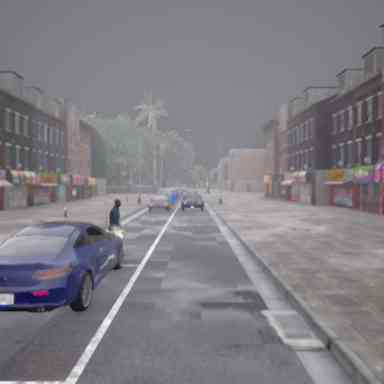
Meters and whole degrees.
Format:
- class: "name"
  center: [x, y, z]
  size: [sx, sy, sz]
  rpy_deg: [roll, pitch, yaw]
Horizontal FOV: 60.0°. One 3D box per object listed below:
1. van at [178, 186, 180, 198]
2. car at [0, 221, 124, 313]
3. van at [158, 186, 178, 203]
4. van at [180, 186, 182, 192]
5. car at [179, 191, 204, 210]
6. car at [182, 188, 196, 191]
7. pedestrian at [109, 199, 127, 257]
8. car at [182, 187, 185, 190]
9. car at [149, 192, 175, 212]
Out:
- class: "van"
  center: [-2.644, 0.401, 39.048]
  size: [1.690, 1.788, 3.998]
  rpy_deg: [0, 1, 0]
- class: "car"
  center: [-2.751, 1.344, 7.164]
  size: [1.812, 1.442, 4.674]
  rpy_deg: [0, 1, 0]
- class: "van"
  center: [-2.643, 0.528, 33.585]
  size: [1.690, 1.788, 3.998]
  rpy_deg: [0, 1, 0]
- class: "van"
  center: [-2.645, 0.275, 44.511]
  size: [1.690, 1.788, 3.998]
  rpy_deg: [0, 1, 0]
- class: "car"
  center: [0.066, 0.881, 29.523]
  size: [1.895, 1.301, 4.718]
  rpy_deg: [0, 1, 0]
- class: "car"
  center: [0.030, 0.460, 46.076]
  size: [1.994, 1.385, 4.181]
  rpy_deg: [0, 1, 1]
- class: "pedestrian"
  center: [-2.264, 1.041, 9.995]
  size: [0.375, 1.860, 0.375]
  rpy_deg: [0, 1, 0]
- class: "car"
  center: [-2.646, 0.232, 55.441]
  size: [2.008, 1.369, 4.403]
  rpy_deg: [0, 1, 0]
- class: "car"
  center: [-2.642, 0.895, 28.128]
  size: [1.802, 1.307, 4.206]
  rpy_deg: [0, 1, 0]
